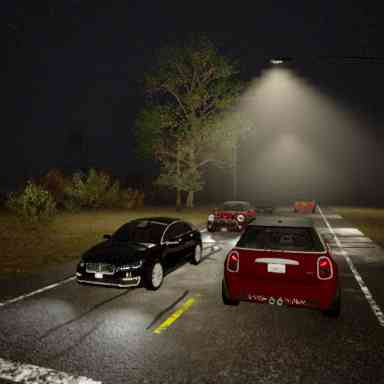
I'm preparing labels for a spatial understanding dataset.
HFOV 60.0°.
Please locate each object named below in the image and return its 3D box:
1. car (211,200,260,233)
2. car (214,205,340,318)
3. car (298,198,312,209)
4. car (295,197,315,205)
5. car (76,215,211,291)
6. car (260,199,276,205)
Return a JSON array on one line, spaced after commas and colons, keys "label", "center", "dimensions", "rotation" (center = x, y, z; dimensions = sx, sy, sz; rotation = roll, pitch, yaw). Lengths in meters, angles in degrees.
[{"label": "car", "center": [2.392, 1.354, 19.205], "dimensions": [2.097, 1.767, 4.553], "rotation": [0, 0, 19]}, {"label": "car", "center": [2.187, 1.353, 7.826], "dimensions": [2.097, 1.767, 4.553], "rotation": [0, 0, 19]}, {"label": "car", "center": [15.881, 1.538, 46.584], "dimensions": [1.812, 1.442, 4.674], "rotation": [0, 0, 19]}, {"label": "car", "center": [12.683, 1.360, 37.363], "dimensions": [2.097, 1.767, 4.553], "rotation": [0, 0, 20]}, {"label": "car", "center": [-1.134, 1.506, 9.276], "dimensions": [1.837, 1.490, 4.892], "rotation": [0, 0, 20]}, {"label": "car", "center": [7.298, 1.484, 33.030], "dimensions": [1.882, 1.535, 5.008], "rotation": [0, 0, 20]}]
